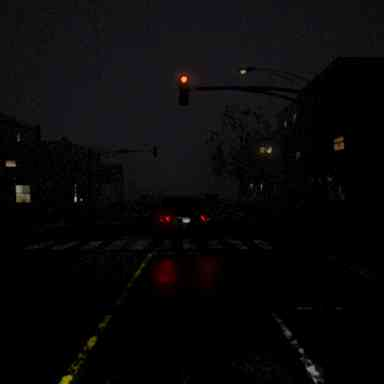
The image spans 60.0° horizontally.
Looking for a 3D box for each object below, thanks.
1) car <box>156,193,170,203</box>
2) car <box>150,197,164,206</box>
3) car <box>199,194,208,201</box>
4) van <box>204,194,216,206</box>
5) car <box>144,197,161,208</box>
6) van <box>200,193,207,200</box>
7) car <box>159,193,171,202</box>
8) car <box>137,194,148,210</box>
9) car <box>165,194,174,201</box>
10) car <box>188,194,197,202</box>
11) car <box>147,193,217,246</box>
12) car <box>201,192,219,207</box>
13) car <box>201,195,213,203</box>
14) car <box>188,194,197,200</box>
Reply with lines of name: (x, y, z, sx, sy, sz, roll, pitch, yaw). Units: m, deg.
car: (-5.572, 1.138, 64.127, 2.192, 1.841, 5.009, -1, 0, 0)
car: (-5.590, 1.436, 53.040, 1.802, 1.307, 4.206, -1, 0, 0)
car: (2.842, 1.216, 80.743, 1.967, 1.590, 4.097, -1, 0, 0)
van: (2.788, 1.195, 53.022, 1.690, 1.788, 3.998, -1, 0, 0)
car: (-5.601, 1.414, 47.495, 1.887, 1.381, 4.507, -1, 0, 0)
van: (2.853, 1.101, 86.286, 1.690, 1.788, 3.998, -1, 0, 0)
car: (-5.560, 1.122, 69.671, 2.192, 1.841, 5.009, -1, 0, 0)
car: (-5.614, 1.200, 41.950, 2.192, 1.841, 5.009, -1, 0, 0)
car: (-5.536, 1.320, 80.759, 1.887, 1.381, 4.507, -1, 0, 0)
car: (0.130, 1.290, 67.894, 1.882, 1.535, 5.008, 0, 0, 0)
car: (-0.701, 1.199, 15.324, 2.150, 2.045, 5.566, 0, 0, -10)
car: (2.777, 1.184, 47.479, 2.192, 1.841, 5.009, -1, 0, 0)
car: (2.812, 1.373, 64.111, 2.008, 1.369, 4.403, -1, 0, 0)
car: (0.151, 1.232, 78.344, 1.994, 1.385, 4.181, 0, 0, 0)
